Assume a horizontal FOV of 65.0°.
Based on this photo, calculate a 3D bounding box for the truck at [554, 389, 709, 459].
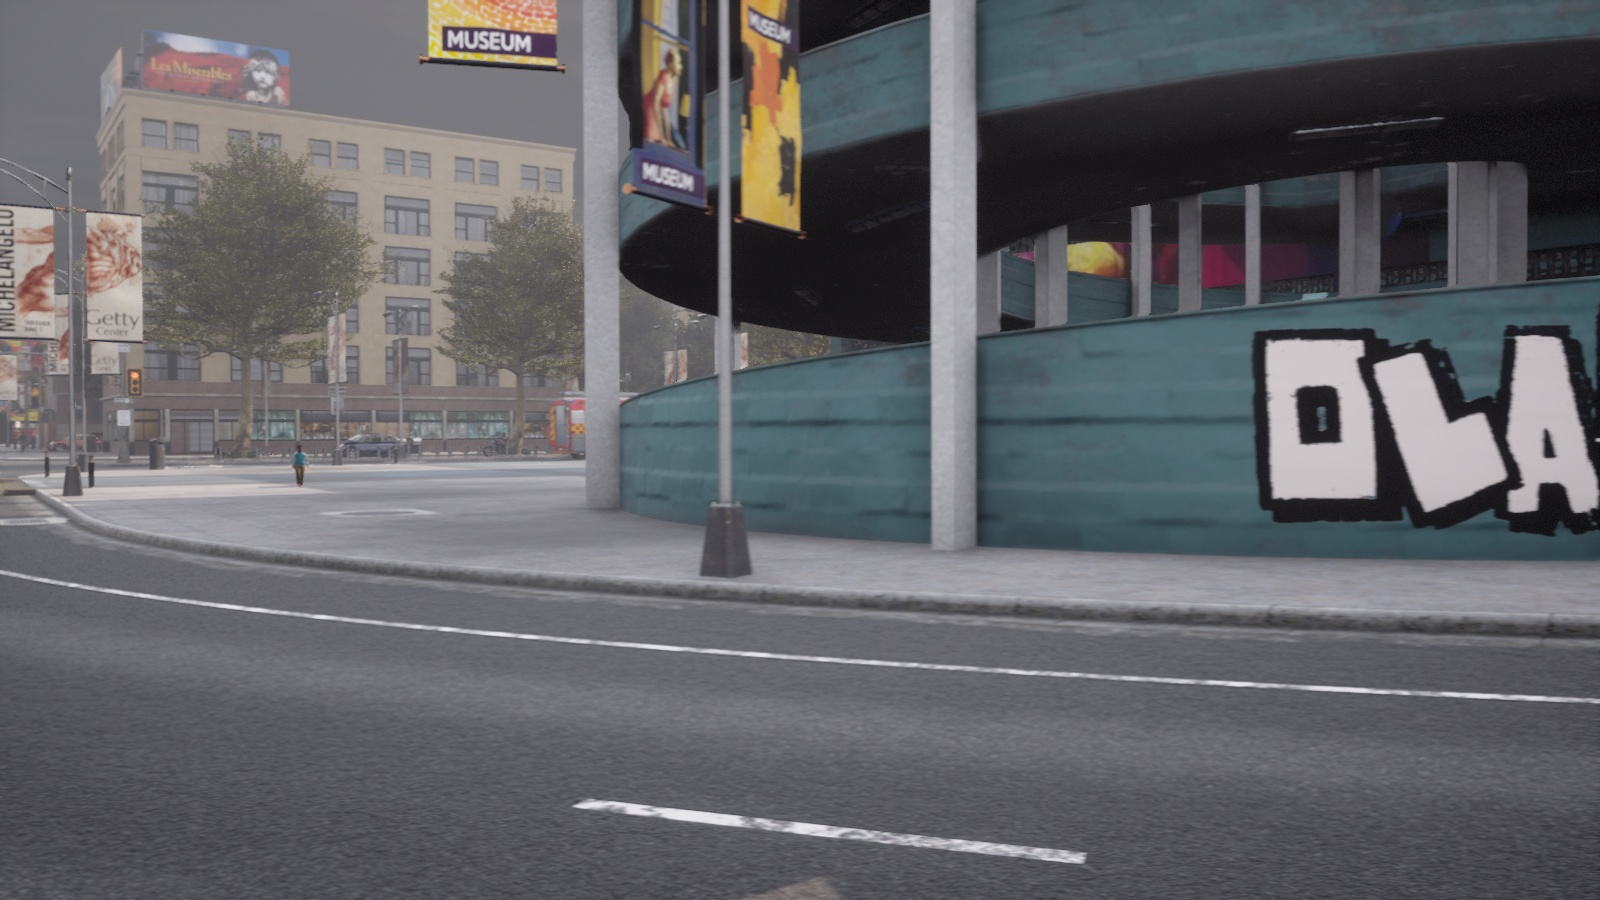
[{"bbox_3d":[-9.636,-1.473,72.407,8.468,3.827,2.891,0,1,-34],"label":"truck"}]

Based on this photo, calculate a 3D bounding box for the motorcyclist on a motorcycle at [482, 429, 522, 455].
[{"bbox_3d":[-18.962,-0.511,79.991,2.350,1.649,0.766,-1,1,-34],"label":"motorcyclist on a motorcycle"}]

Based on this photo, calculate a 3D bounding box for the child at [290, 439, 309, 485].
[{"bbox_3d":[-13.075,0.314,32.813,0.343,1.192,0.448,0,1,-36],"label":"child"}]

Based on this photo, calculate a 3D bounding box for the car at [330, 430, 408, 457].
[{"bbox_3d":[-24.641,-0.395,71.839,3.806,1.475,1.970,0,1,-34],"label":"car"}]
